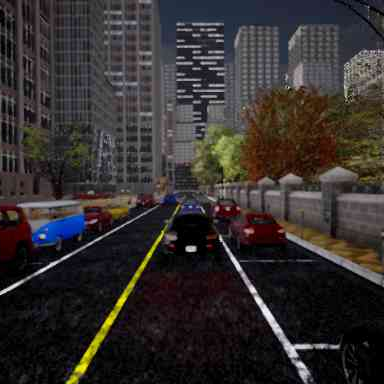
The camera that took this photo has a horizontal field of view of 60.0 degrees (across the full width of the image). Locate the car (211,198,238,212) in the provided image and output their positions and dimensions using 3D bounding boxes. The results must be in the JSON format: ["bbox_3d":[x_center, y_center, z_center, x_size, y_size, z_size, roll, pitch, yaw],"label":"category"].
[{"bbox_3d":[2.388,1.169,24.213,1.967,1.590,4.097,-1,1,0],"label":"car"}]

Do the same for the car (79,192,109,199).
[{"bbox_3d":[-18.226,0.916,62.098,4.206,1.307,1.802,0,0,1],"label":"car"}]

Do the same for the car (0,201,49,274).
[{"bbox_3d":[-5.512,1.289,7.604,2.192,1.841,5.009,-1,1,0],"label":"car"}]

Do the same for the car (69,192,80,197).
[{"bbox_3d":[-23.668,0.678,70.047,4.097,1.590,1.967,0,0,1],"label":"car"}]

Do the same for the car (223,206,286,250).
[{"bbox_3d":[2.474,1.424,13.116,1.802,1.307,4.206,-1,1,0],"label":"car"}]

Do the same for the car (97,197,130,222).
[{"bbox_3d":[-5.635,1.331,24.057,1.752,1.417,4.829,-1,1,0],"label":"car"}]

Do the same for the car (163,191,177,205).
[{"bbox_3d":[-3.106,1.014,47.805,1.882,1.535,5.008,-1,0,0],"label":"car"}]

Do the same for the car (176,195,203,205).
[{"bbox_3d":[-0.129,1.243,29.755,2.033,1.411,5.357,-1,1,0],"label":"car"}]

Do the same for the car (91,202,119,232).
[{"bbox_3d":[-5.594,1.443,18.688,1.802,1.307,4.206,-1,1,0],"label":"car"}]

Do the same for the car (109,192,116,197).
[{"bbox_3d":[-18.141,0.692,69.977,4.097,1.590,1.967,0,0,1],"label":"car"}]

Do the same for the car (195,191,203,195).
[{"bbox_3d":[1.933,0.652,84.405,2.008,1.369,4.403,-1,1,0],"label":"car"}]

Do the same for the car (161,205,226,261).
[{"bbox_3d":[-0.026,1.406,11.704,1.812,1.442,4.674,-1,1,0],"label":"car"}]

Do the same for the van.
[{"bbox_3d":[-5.554,1.259,13.145,1.690,1.788,3.998,-1,1,0],"label":"van"}]

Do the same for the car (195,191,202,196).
[{"bbox_3d":[1.848,0.421,95.494,1.967,1.590,4.097,-1,1,0],"label":"car"}]

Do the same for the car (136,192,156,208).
[{"bbox_3d":[-5.619,0.947,40.847,2.192,1.841,5.009,-1,1,0],"label":"car"}]

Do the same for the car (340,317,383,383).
[{"bbox_3d":[2.557,1.520,2.017,1.947,1.339,4.313,-1,1,0],"label":"car"}]

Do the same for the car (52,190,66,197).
[{"bbox_3d":[-29.194,0.538,70.117,5.009,1.841,2.192,0,0,1],"label":"car"}]
